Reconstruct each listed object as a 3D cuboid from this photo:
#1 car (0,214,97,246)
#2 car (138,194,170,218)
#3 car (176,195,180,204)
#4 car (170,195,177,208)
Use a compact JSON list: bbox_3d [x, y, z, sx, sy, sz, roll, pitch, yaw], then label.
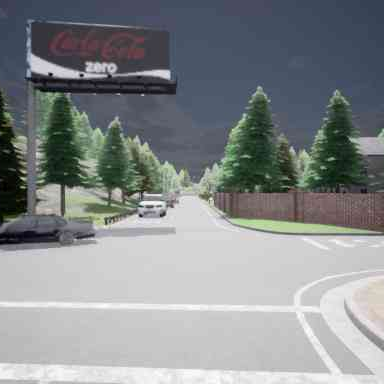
[{"bbox_3d":[-7.133,1.716,15.152,5.357,1.411,2.033,0,0,-20],"label":"car"},{"bbox_3d":[-3.591,1.221,30.856,2.150,2.045,5.566,0,0,0],"label":"car"},{"bbox_3d":[-3.469,1.364,63.520,2.097,1.767,4.553,0,0,0],"label":"car"},{"bbox_3d":[-3.562,1.564,46.599,1.994,1.385,4.181,0,0,0],"label":"car"}]
